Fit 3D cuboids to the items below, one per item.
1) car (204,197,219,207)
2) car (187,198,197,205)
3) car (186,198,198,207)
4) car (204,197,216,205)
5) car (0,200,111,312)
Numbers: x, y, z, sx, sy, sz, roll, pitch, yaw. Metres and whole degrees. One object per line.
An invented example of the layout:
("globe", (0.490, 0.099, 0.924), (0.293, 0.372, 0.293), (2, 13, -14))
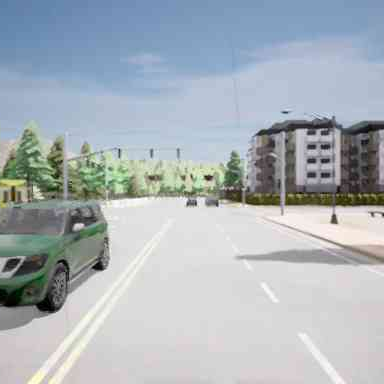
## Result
("car", (3.494, 1.694, 55.856), (1.837, 1.490, 4.892), (0, 0, 0))
("car", (-0.008, 1.823, 66.318), (1.895, 1.301, 4.718), (0, 0, 0))
("car", (-0.006, 1.682, 56.241), (2.128, 1.511, 4.902), (0, 0, 0))
("car", (3.492, 1.769, 66.246), (2.033, 1.411, 5.357), (0, 0, 0))
("car", (-3.582, 1.248, 8.118), (2.150, 2.045, 5.566), (0, 0, 0))
